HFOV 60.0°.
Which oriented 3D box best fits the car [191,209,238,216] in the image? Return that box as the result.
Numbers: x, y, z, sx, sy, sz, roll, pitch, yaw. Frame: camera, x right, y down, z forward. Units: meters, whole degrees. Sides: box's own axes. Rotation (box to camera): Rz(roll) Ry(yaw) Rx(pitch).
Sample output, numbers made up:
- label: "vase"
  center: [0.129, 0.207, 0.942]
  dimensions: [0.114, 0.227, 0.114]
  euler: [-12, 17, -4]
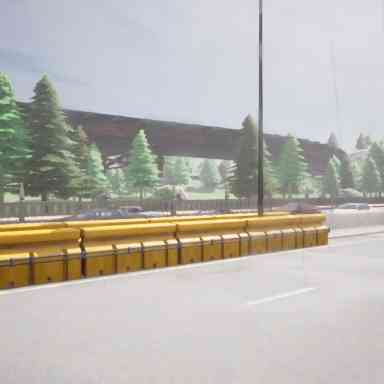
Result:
- label: "car"
  center: [1.035, 1.564, 17.149]
  dimensions: [4.181, 1.385, 1.994]
  euler: [0, 0, -33]

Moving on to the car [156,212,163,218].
- label: "car"
  center: [-4.409, 1.601, 21.960]
  dimensions: [4.718, 1.301, 1.895]
  euler: [0, 0, -33]

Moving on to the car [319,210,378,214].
- label: "car"
  center: [11.505, 1.526, 23.851]
  dimensions: [4.674, 1.442, 1.812]
  euler: [0, 0, -33]

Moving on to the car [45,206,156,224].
- label: "car"
  center: [-4.873, 1.547, 17.494]
  dimensions: [5.357, 1.411, 2.033]
  euler: [0, 0, -33]
